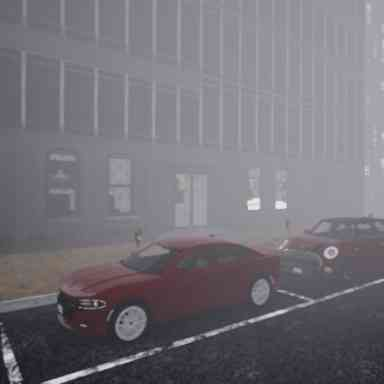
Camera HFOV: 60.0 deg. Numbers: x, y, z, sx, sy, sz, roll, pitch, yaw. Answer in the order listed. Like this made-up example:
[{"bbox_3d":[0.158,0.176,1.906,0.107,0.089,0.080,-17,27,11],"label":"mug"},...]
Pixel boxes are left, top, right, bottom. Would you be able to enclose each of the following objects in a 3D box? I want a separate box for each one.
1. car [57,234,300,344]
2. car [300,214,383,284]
[{"bbox_3d":[-0.188,1.561,6.420,4.507,1.381,1.887,0,0,-35],"label":"car"},{"bbox_3d":[4.323,1.483,9.637,4.097,1.590,1.967,0,0,-35],"label":"car"}]
